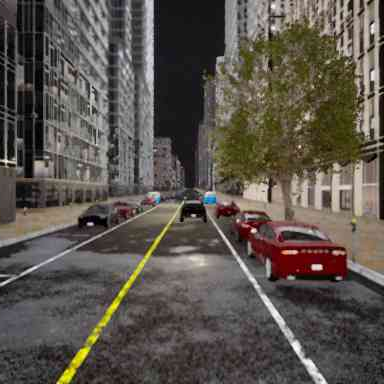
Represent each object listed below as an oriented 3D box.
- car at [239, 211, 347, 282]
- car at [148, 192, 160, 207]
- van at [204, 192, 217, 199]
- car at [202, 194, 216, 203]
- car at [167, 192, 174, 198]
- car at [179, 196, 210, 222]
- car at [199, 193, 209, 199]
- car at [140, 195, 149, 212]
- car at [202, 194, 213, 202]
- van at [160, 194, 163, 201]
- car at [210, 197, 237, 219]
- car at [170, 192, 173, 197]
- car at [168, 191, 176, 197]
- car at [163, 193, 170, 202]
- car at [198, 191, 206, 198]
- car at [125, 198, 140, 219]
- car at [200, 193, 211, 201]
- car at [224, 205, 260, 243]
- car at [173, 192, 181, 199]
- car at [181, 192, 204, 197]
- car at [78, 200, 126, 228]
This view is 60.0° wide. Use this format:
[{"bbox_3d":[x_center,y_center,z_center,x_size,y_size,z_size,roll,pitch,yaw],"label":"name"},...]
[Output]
[{"bbox_3d":[2.699,1.471,9.409,1.887,1.381,4.507,1,0,0],"label":"car"},{"bbox_3d":[-5.672,1.080,43.481,1.967,1.590,4.097,1,1,0],"label":"car"},{"bbox_3d":[2.711,0.929,49.127,1.690,1.788,3.998,1,1,0],"label":"van"},{"bbox_3d":[2.709,1.087,54.803,2.008,1.369,4.403,1,1,0],"label":"car"},{"bbox_3d":[-5.665,0.798,88.037,1.802,1.307,4.206,1,1,0],"label":"car"},{"bbox_3d":[0.106,1.308,24.608,1.837,1.490,4.892,0,0,0],"label":"car"},{"bbox_3d":[2.714,0.878,76.849,2.008,1.369,4.403,1,1,0],"label":"car"},{"bbox_3d":[-5.676,1.291,32.133,2.008,1.369,4.403,1,0,0],"label":"car"},{"bbox_3d":[2.710,1.066,60.478,1.802,1.307,4.206,1,1,0],"label":"car"},{"bbox_3d":[-5.670,0.930,49.155,1.690,1.788,3.998,1,1,0],"label":"van"},{"bbox_3d":[2.704,1.333,26.431,1.887,1.381,4.507,1,0,0],"label":"car"},{"bbox_3d":[-5.667,0.921,71.857,1.887,1.381,4.507,1,1,0],"label":"car"},{"bbox_3d":[-5.661,0.598,93.608,1.967,1.590,4.097,1,1,0],"label":"car"},{"bbox_3d":[-5.670,1.050,60.508,1.947,1.339,4.313,1,1,0],"label":"car"},{"bbox_3d":[2.718,0.656,88.002,1.967,1.590,4.097,1,1,0],"label":"car"},{"bbox_3d":[-5.677,1.334,26.455,1.887,1.381,4.507,1,0,0],"label":"car"},{"bbox_3d":[2.712,0.997,66.151,1.947,1.339,4.313,1,1,0],"label":"car"},{"bbox_3d":[2.701,1.463,15.083,1.802,1.307,4.206,1,0,0],"label":"car"},{"bbox_3d":[-2.986,0.814,75.056,2.033,1.411,5.357,0,1,0],"label":"car"},{"bbox_3d":[0.108,1.016,40.699,2.097,1.767,4.553,0,0,0],"label":"car"},{"bbox_3d":[-5.679,1.402,20.781,1.947,1.339,4.313,1,0,0],"label":"car"}]
